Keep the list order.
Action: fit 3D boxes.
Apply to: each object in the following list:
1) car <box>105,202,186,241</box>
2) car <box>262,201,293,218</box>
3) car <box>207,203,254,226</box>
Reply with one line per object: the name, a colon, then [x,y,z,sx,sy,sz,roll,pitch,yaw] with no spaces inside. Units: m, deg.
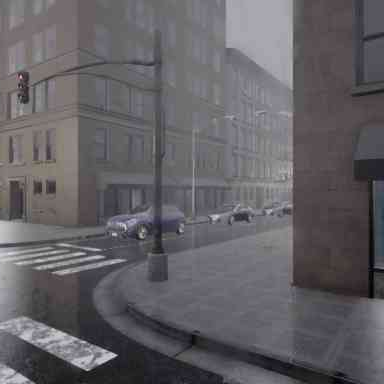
car: [-2.333,1.432,17.530,2.097,1.767,4.553,0,0,36]
car: [8.496,1.672,32.718,2.128,1.511,4.902,0,0,36]
car: [2.984,1.622,24.967,2.128,1.511,4.902,0,0,35]
